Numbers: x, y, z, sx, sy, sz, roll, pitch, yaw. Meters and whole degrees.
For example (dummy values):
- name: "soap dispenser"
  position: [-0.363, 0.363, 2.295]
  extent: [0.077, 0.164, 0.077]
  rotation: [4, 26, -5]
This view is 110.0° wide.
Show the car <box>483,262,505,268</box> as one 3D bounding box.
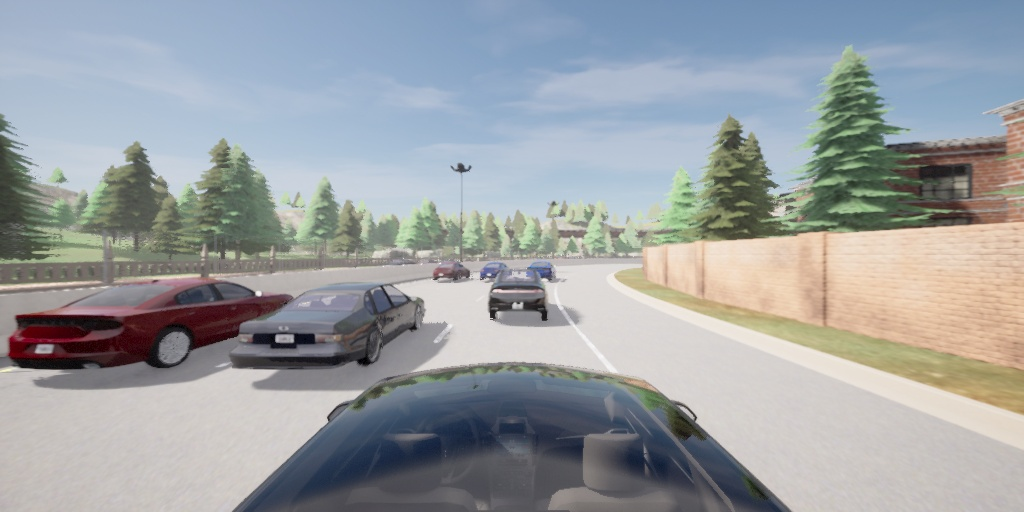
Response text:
- name: "car"
  position: [-1.212, 1.198, 28.602]
  extent: [1.812, 1.442, 4.674]
  rotation: [0, 0, 12]

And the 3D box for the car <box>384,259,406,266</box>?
- name: "car"
  position: [-14.528, 1.111, 46.182]
  extent: [2.128, 1.511, 4.902]
  rotation: [0, 0, 20]

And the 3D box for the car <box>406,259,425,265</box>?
- name: "car"
  position: [-10.984, 1.147, 45.669]
  extent: [1.812, 1.442, 4.674]
  rotation: [0, 0, 20]

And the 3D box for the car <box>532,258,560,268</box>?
- name: "car"
  position: [2.467, 1.148, 29.054]
  extent: [1.882, 1.535, 5.008]
  rotation: [0, 0, 13]

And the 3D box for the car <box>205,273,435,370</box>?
- name: "car"
  position: [-3.393, 1.280, 7.900]
  extent: [2.033, 1.411, 5.357]
  rotation: [0, 0, 1]

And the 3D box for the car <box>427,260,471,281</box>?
- name: "car"
  position: [-4.768, 1.197, 28.715]
  extent: [1.812, 1.442, 4.674]
  rotation: [0, 0, 12]

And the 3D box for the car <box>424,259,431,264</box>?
- name: "car"
  position: [-8.020, 1.175, 43.729]
  extent: [2.033, 1.411, 5.357]
  rotation: [0, 0, 20]

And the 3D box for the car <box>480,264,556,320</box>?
- name: "car"
  position: [0.250, 1.210, 12.511]
  extent: [2.128, 1.511, 4.902]
  rotation: [0, 0, 2]

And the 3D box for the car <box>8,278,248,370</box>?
- name: "car"
  position: [-6.894, 1.209, 7.784]
  extent: [1.882, 1.535, 5.008]
  rotation: [0, 0, 1]
